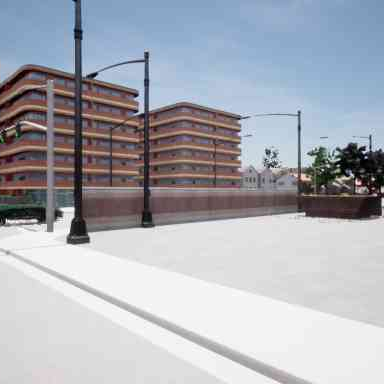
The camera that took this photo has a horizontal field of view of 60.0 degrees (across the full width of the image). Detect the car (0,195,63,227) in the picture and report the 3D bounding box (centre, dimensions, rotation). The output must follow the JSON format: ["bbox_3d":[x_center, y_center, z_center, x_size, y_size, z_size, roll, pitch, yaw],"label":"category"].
[{"bbox_3d":[-11.890,1.218,22.994,5.566,2.045,2.150,0,0,-45],"label":"car"}]
